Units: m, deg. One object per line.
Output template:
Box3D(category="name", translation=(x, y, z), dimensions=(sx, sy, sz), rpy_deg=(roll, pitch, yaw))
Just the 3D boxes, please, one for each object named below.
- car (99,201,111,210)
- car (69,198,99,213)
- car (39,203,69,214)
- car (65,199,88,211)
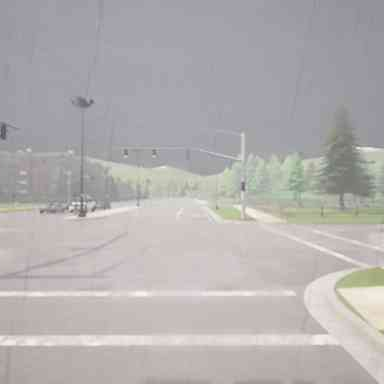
Box3D(category="car", translation=(-15.040, 2.209, 56.136), dimensions=(2.128, 1.511, 4.902), rpy_deg=(0, -1, 1))
Box3D(category="car", translation=(-15.083, 1.811, 46.129), dimensions=(2.150, 2.045, 5.566), rpy_deg=(0, -1, 0))
Box3D(category="car", translation=(-18.586, 2.169, 44.388), dimensions=(1.895, 1.301, 4.718), rpy_deg=(0, -1, 0))
Box3D(category="car", translation=(-18.557, 2.036, 53.503), dimensions=(2.097, 1.767, 4.553), rpy_deg=(0, -1, 0))
